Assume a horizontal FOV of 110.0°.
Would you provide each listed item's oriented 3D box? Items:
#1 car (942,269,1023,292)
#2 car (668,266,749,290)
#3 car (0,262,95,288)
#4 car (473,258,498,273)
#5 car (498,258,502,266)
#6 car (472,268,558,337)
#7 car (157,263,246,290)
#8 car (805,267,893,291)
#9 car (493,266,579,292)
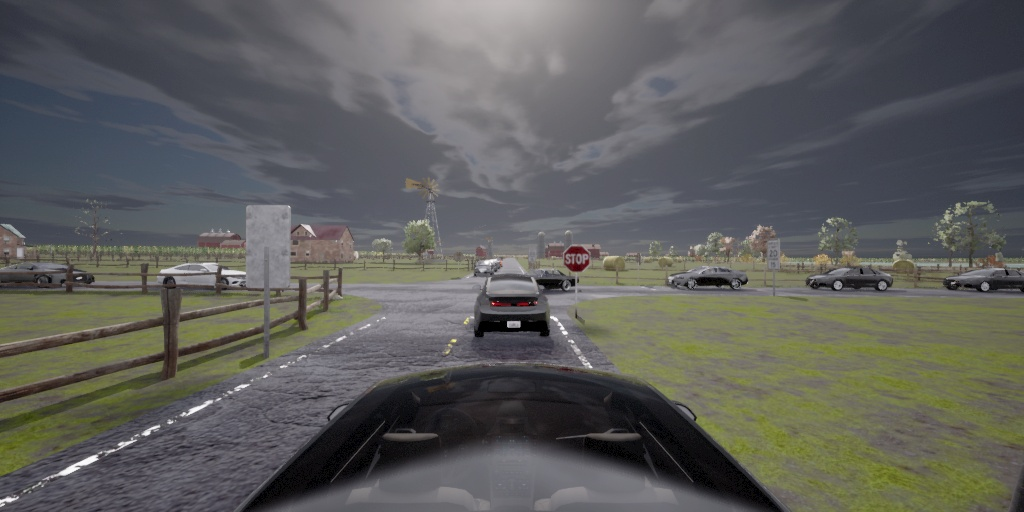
[{"bbox_3d":[31.714,1.587,23.846,4.892,1.490,1.837,1,-1,-1],"label":"car"},{"bbox_3d":[12.810,1.397,23.565,4.902,1.511,2.128,1,-1,-2],"label":"car"},{"bbox_3d":[-26.354,1.048,20.146,4.181,1.385,1.994,1,-1,-1],"label":"car"},{"bbox_3d":[-2.840,1.243,36.985,2.128,1.511,4.902,0,0,0],"label":"car"},{"bbox_3d":[-2.828,1.242,46.431,2.128,1.511,4.902,0,0,0],"label":"car"},{"bbox_3d":[-0.069,1.256,10.297,1.837,1.490,4.892,0,0,-3],"label":"car"},{"bbox_3d":[-17.233,1.104,20.263,4.674,1.442,1.812,1,-1,-1],"label":"car"},{"bbox_3d":[22.212,1.500,23.731,4.892,1.490,1.837,1,-1,-1],"label":"car"},{"bbox_3d":[1.510,1.369,20.342,4.718,1.301,1.895,1,0,-35],"label":"car"}]
